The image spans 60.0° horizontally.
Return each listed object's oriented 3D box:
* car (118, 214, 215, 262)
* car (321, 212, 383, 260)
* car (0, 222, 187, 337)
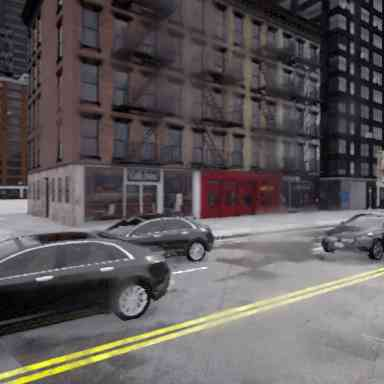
[{"bbox_3d":[-1.489,1.502,10.588,4.892,1.490,1.837,0,0,-35],"label":"car"},{"bbox_3d":[6.823,1.514,12.486,4.674,1.442,1.812,0,0,-35],"label":"car"},{"bbox_3d":[-2.678,1.506,5.746,4.892,1.490,1.837,1,0,-35],"label":"car"}]
